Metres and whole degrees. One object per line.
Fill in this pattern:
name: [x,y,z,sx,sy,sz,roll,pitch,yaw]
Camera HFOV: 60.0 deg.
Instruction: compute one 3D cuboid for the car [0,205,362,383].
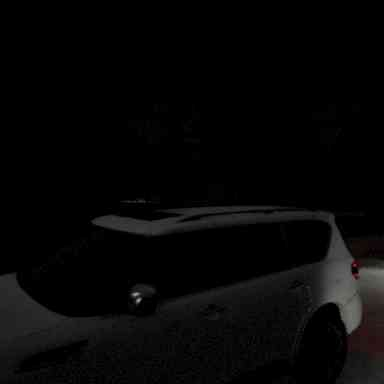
car: [-0.329,1.218,3.744,5.566,2.045,2.150,0,0,-35]
